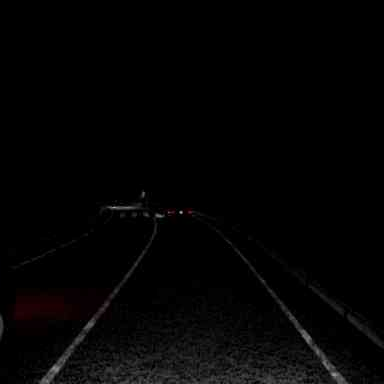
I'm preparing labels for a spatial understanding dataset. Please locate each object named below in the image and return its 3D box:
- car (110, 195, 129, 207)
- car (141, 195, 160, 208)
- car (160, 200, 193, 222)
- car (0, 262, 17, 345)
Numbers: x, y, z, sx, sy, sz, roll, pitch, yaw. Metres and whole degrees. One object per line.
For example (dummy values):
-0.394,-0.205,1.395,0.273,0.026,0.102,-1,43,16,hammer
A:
-9.418,1.095,43.297,1.812,1.442,4.674,1,1,-20,car
-5.258,1.166,42.459,2.128,1.511,4.902,1,1,-19,car
-1.130,1.456,25.792,2.033,1.411,5.357,0,0,-8,car
-3.619,1.476,3.048,1.882,1.535,5.008,0,0,0,car
